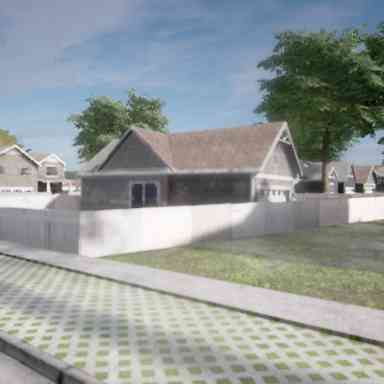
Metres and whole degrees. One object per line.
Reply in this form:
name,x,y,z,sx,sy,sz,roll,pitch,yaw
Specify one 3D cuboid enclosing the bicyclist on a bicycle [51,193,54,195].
bicyclist on a bicycle,-13.186,0.916,31.662,1.656,1.620,0.582,1,1,34
